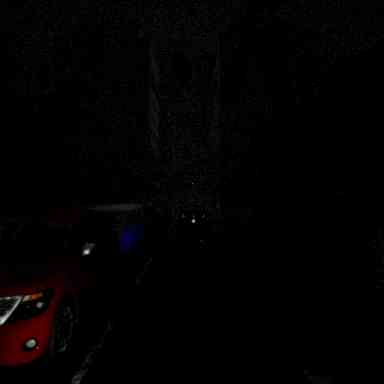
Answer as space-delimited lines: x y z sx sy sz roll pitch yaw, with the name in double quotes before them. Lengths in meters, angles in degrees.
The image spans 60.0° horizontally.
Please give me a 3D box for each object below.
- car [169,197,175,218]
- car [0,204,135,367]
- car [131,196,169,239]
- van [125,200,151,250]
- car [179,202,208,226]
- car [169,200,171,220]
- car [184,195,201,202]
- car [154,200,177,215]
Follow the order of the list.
"car" -2.634 1.310 28.508 2.192 1.841 5.009 0 0 0
"car" -2.633 1.310 6.052 2.192 1.841 5.009 0 0 0
"car" -2.634 1.306 17.280 2.192 1.841 5.009 0 0 0
"van" -2.633 1.333 11.666 1.690 1.788 3.998 0 0 0
"car" 0.096 1.593 23.545 1.895 1.301 4.718 0 0 0
"car" -2.635 1.518 22.724 1.752 1.417 4.829 0 0 0
"car" 0.088 1.479 39.567 1.882 1.535 5.008 0 0 0
"car" -2.635 1.549 34.122 2.008 1.369 4.403 0 0 0
